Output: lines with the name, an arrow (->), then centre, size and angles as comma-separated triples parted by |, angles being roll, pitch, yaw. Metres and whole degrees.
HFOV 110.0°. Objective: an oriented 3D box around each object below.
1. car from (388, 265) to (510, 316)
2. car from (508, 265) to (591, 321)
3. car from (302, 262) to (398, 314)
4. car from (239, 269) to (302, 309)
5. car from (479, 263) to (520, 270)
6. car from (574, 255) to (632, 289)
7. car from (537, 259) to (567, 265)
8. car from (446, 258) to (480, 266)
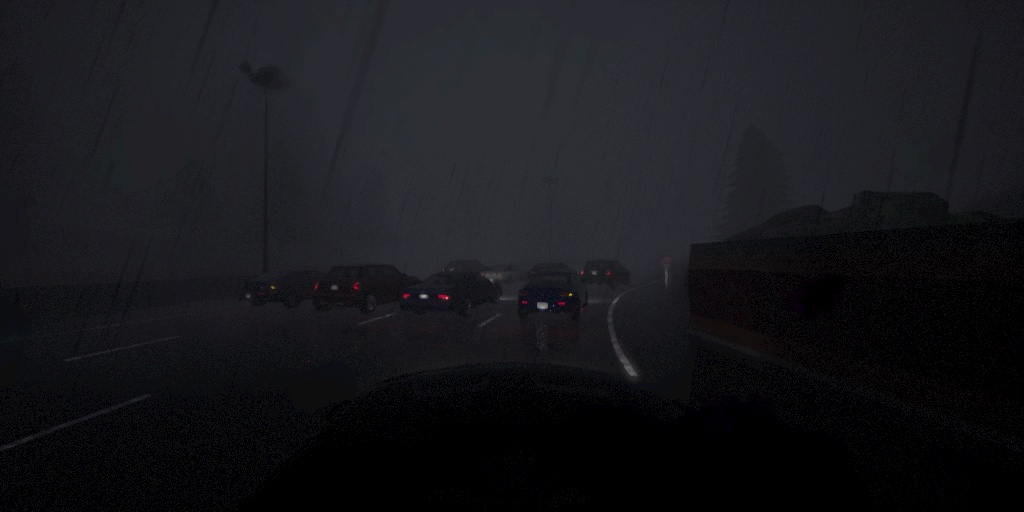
car -> -1.906, 1.229, 12.948 | 2.033, 1.411, 5.357 | 0, 0, 16
car -> 1.459, 1.178, 11.990 | 1.812, 1.442, 4.674 | 0, 0, 16
car -> -5.282, 1.057, 13.878 | 2.097, 1.767, 4.553 | 0, 0, 16
car -> -8.638, 1.251, 14.866 | 1.812, 1.442, 4.674 | 0, 0, 16
car -> -0.188, 1.263, 25.391 | 1.895, 1.301, 4.718 | 0, 0, 32
car -> 5.726, 0.970, 21.650 | 2.097, 1.767, 4.553 | 0, 0, 32
car -> 2.770, 1.140, 23.520 | 1.837, 1.490, 4.892 | 0, 0, 32
car -> -3.196, 1.038, 27.186 | 2.097, 1.767, 4.553 | 0, 0, 32
